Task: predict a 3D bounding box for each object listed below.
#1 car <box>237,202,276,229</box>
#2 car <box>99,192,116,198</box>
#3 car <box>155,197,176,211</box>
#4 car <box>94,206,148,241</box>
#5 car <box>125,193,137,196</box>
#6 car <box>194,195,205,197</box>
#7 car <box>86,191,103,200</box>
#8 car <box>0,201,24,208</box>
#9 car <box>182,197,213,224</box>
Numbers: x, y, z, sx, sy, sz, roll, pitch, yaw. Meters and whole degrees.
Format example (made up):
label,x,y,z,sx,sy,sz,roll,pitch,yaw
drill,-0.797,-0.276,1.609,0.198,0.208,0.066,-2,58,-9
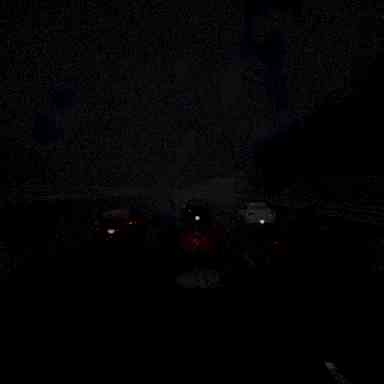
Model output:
label,x,y,z,sx,sy,sz,roll,pitch,yaw
car,3.827,1.351,20.226,1.812,1.442,4.674,0,1,1
car,-15.676,1.143,63.747,1.994,1.385,4.181,0,0,3
car,-2.795,1.247,35.306,2.033,1.411,5.357,0,0,2
car,-3.249,1.389,15.812,1.812,1.442,4.674,0,1,1
car,-12.056,0.937,65.720,2.097,1.767,4.553,0,0,3
car,0.891,1.147,40.539,1.882,1.535,5.008,0,0,2
car,-19.055,0.798,65.849,2.150,2.045,5.566,0,0,3
car,-13.803,1.333,24.072,2.033,1.411,5.357,0,0,1
car,0.378,1.307,22.703,1.837,1.490,4.892,0,1,1
